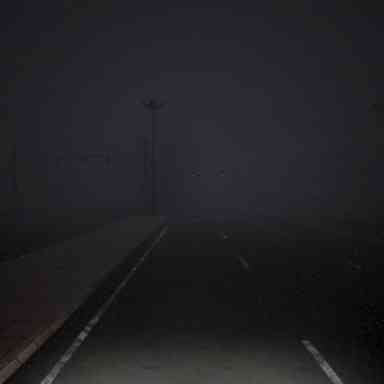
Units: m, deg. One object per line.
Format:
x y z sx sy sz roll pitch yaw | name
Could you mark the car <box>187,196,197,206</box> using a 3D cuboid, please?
-0.007 2.030 69.370 2.097 1.767 4.553 0 -1 0 | car
